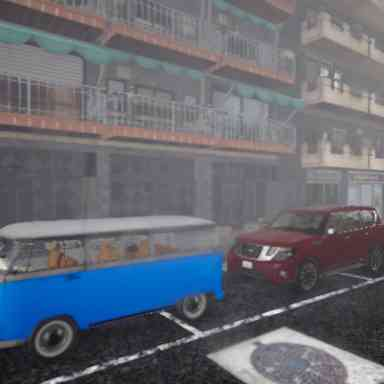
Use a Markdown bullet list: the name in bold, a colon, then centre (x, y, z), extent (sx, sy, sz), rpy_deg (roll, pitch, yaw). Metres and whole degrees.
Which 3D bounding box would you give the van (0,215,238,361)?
- **van**: centre (-1.320, 1.336, 5.619), extent (3.998, 1.788, 1.690), rpy_deg (0, 0, -36)

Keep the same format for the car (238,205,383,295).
- **car**: centre (3.287, 1.302, 8.907), extent (5.009, 1.841, 2.192), rpy_deg (0, 0, -36)
